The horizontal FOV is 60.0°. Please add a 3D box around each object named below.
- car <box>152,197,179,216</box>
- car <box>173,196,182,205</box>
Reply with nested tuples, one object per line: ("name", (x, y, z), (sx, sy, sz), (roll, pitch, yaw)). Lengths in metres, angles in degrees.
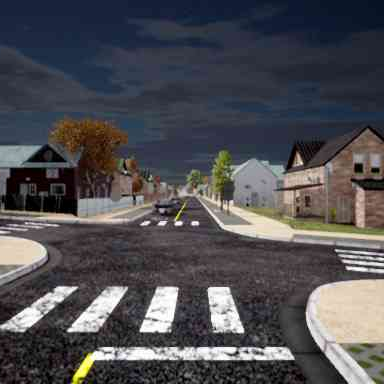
("car", (-2.704, 1.496, 32.373), (2.128, 1.511, 4.902), (0, 0, 0))
("car", (-2.667, 1.485, 57.578), (2.128, 1.511, 4.902), (0, 0, 0))
